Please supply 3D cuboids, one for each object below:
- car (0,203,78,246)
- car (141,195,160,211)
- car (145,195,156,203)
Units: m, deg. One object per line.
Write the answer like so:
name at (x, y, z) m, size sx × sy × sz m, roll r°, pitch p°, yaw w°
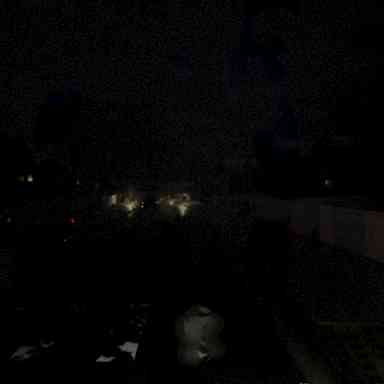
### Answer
car at (-7.435, 1.419, 14.250) m, size 4.553 × 1.767 × 2.097 m, roll -2°, pitch -1°, yaw -37°
car at (-4.736, 1.139, 38.045) m, size 2.097 × 1.767 × 4.553 m, roll 0°, pitch 0°, yaw -6°
car at (-7.969, 1.232, 63.372) m, size 2.033 × 1.411 × 5.357 m, roll 0°, pitch 0°, yaw -9°
